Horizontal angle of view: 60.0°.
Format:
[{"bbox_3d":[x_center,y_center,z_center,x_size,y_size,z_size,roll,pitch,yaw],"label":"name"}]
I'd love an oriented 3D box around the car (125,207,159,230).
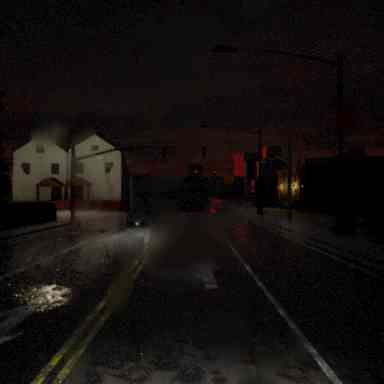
[{"bbox_3d":[-3.534,1.825,24.043,2.128,1.511,4.902,0,-1,1],"label":"car"}]
